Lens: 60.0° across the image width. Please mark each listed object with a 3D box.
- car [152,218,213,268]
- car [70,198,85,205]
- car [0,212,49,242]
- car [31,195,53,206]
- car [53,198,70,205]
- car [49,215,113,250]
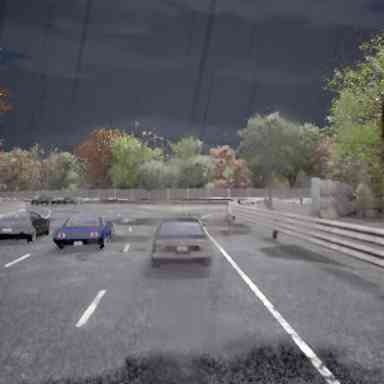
[{"bbox_3d":[-0.387,1.603,11.553,2.033,1.411,5.357,0,0,-3],"label":"car"},{"bbox_3d":[-24.226,1.917,69.426,2.033,1.411,5.357,0,0,-41],"label":"car"},{"bbox_3d":[-8.519,1.675,16.778,1.994,1.385,4.181,0,0,-9],"label":"car"},{"bbox_3d":[-29.747,1.611,65.119,2.150,2.045,5.566,0,0,-41],"label":"car"},{"bbox_3d":[-26.976,1.859,67.260,1.882,1.535,5.008,0,0,-41],"label":"car"},{"bbox_3d":[-4.642,1.688,14.891,1.895,1.301,4.718,0,0,-8],"label":"car"}]
